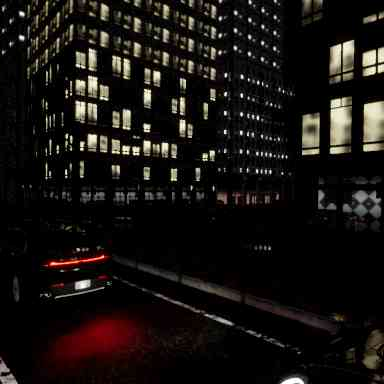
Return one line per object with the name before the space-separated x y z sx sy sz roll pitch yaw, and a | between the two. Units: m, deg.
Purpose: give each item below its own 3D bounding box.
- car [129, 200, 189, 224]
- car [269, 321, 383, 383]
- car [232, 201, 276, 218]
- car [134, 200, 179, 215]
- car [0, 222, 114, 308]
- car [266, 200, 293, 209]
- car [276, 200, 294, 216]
car | -2.580 1.524 26.504 5.009 1.841 2.192 1 0 -40
car | 2.431 1.352 1.322 2.097 1.767 4.553 0 0 -41
car | 6.149 1.833 33.911 4.829 1.417 1.752 1 0 -40
car | -3.834 1.648 36.431 4.829 1.417 1.752 1 0 -40
car | -3.659 1.501 8.107 1.837 1.490 4.892 0 0 -41
car | 13.494 1.882 51.130 4.313 1.339 1.947 1 0 -40
car | 10.320 1.936 37.450 4.206 1.307 1.802 1 0 -40
